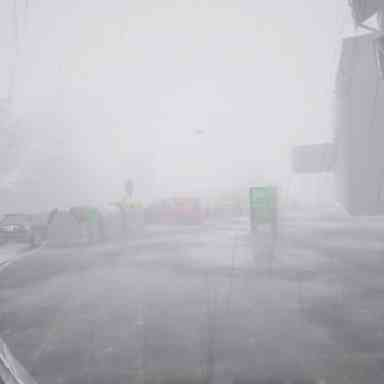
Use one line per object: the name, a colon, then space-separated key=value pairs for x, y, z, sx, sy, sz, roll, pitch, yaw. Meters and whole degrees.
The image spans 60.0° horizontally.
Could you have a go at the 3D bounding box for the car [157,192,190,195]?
car: x=-2.296 y=1.335 z=37.229 sx=2.097 sy=1.767 sz=4.553 roll=-2 pitch=2 yaw=20

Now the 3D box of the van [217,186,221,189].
van: x=3.700 y=-0.214 z=76.605 sx=4.442 sy=1.987 sz=1.878 roll=-2 pitch=2 yaw=20

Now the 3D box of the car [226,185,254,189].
car: x=8.285 y=0.343 z=52.979 sx=4.553 sy=1.767 sz=2.185 roll=-2 pitch=2 yaw=20

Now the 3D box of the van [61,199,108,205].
van: x=-11.395 y=1.770 z=34.582 sx=4.442 sy=1.987 sz=1.878 roll=-2 pitch=1 yaw=20

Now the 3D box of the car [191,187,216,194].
car: x=2.006 y=0.507 z=58.156 sx=2.097 sy=1.767 sz=4.553 roll=-2 pitch=2 yaw=21

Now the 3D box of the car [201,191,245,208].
car: x=3.294 y=1.124 z=39.183 sx=4.892 sy=1.521 sz=2.231 roll=-2 pitch=2 yaw=20

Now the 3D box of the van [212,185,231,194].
van: x=7.748 y=-0.722 z=87.011 sx=4.442 sy=1.987 sz=1.878 roll=-2 pitch=2 yaw=20

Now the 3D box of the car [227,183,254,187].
car: x=9.299 y=0.089 z=55.594 sx=5.566 sy=2.045 sz=2.435 roll=-2 pitch=2 yaw=20

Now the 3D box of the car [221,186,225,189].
car: x=4.782 y=-0.078 z=79.193 sx=4.674 sy=1.452 sz=2.002 roll=-2 pitch=2 yaw=20

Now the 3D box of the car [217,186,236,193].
car: x=9.570 y=-0.742 z=92.299 sx=4.892 sy=1.521 sz=2.231 roll=-2 pitch=2 yaw=20

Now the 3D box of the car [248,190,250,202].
car: x=5.287 y=0.895 z=44.573 sx=4.792 sy=1.488 sz=2.163 roll=-2 pitch=2 yaw=20

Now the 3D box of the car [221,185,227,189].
car: x=5.700 y=-0.367 z=81.820 sx=4.553 sy=1.767 sz=2.185 roll=-2 pitch=2 yaw=20

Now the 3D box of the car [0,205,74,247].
car: x=-8.499 y=1.846 z=18.014 sx=2.097 sy=1.767 sz=4.553 roll=-2 pitch=-1 yaw=3

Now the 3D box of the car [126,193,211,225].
car: x=-1.797 y=1.457 z=25.376 sx=5.566 sy=2.045 sz=2.435 roll=-2 pitch=1 yaw=20

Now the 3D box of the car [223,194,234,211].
car: x=1.057 y=1.396 z=33.616 sx=5.366 sy=1.575 sz=1.946 roll=-2 pitch=2 yaw=20

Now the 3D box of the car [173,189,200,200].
car: x=-1.001 y=0.507 z=63.471 sx=4.553 sy=1.767 sz=2.185 roll=-2 pitch=2 yaw=20

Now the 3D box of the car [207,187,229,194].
car: x=6.654 y=-0.362 z=84.317 sx=5.008 sy=1.535 sz=2.097 roll=-2 pitch=2 yaw=20

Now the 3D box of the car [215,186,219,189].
car: x=2.838 y=0.163 z=73.958 sx=4.792 sy=1.488 sz=2.163 roll=-2 pitch=2 yaw=20

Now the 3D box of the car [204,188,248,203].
car: x=4.274 y=0.871 z=41.811 sx=4.553 sy=1.767 sz=2.185 roll=-2 pitch=2 yaw=20

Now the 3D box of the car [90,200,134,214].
car: x=-9.580 y=1.796 z=39.870 sx=4.674 sy=1.452 sz=2.002 roll=-2 pitch=2 yaw=20

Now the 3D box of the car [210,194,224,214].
car: x=0.188 y=1.395 z=30.799 sx=4.553 sy=1.767 sz=2.185 roll=-2 pitch=2 yaw=20

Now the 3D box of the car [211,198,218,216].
car: x=-0.743 y=1.622 z=28.133 sx=5.008 sy=1.535 sz=2.097 roll=-2 pitch=1 yaw=20

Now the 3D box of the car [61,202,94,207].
car: x=-12.451 y=2.099 z=31.990 sx=4.892 sy=1.521 sz=2.231 roll=-2 pitch=1 yaw=20

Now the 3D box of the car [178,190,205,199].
car: x=-0.034 y=0.537 z=66.096 sx=4.792 sy=1.488 sz=2.163 roll=-2 pitch=2 yaw=20

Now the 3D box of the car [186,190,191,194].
car: x=-1.893 y=0.785 z=60.831 sx=4.792 sy=1.488 sz=2.163 roll=-2 pitch=2 yaw=20

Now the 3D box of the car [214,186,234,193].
car: x=8.601 y=-0.616 z=89.681 sx=4.892 sy=1.521 sz=2.231 roll=-2 pitch=2 yaw=20
